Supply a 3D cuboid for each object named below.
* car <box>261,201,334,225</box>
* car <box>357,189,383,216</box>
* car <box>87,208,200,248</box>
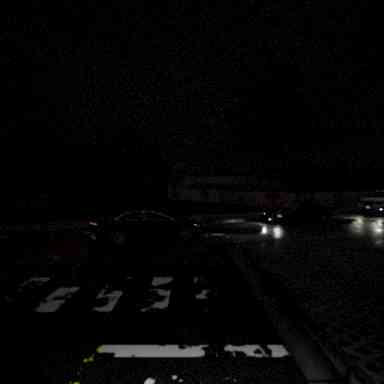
[{"bbox_3d":[7.292,1.324,22.562,5.357,1.411,2.033,-1,3,-30],"label":"car"},{"bbox_3d":[16.349,0.831,28.095,5.566,2.045,2.150,-1,3,-34],"label":"car"},{"bbox_3d":[-2.043,1.475,14.577,4.902,1.511,2.128,0,0,-24],"label":"car"}]
